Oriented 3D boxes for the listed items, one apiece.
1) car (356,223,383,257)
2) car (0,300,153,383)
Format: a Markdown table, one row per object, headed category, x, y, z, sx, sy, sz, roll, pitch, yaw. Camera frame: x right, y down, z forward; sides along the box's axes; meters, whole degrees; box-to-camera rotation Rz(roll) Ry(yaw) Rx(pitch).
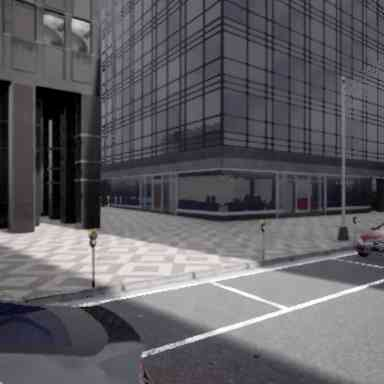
| category | x | y | z | sx | sy | sz | roll | pitch | yaw |
| --- | --- | --- | --- | --- | --- | --- | --- | --- | --- |
| car | 7.714 | 1.668 | 12.157 | 4.206 | 1.307 | 1.802 | 0 | 0 | -36 |
| car | -2.516 | 1.481 | 1.583 | 4.902 | 1.511 | 2.128 | 0 | 0 | -35 |
